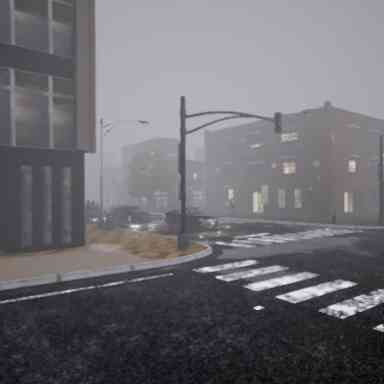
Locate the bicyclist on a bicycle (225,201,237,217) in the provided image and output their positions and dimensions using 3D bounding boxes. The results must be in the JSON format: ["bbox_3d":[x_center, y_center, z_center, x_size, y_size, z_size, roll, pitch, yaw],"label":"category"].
[{"bbox_3d":[3.873,1.668,33.003,1.656,1.620,0.582,-1,0,-37],"label":"bicyclist on a bicycle"}]

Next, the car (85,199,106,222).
[{"bbox_3d":[-10.224,1.883,32.779,2.192,1.841,5.009,-2,0,-37],"label":"car"}]

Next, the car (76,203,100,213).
[{"bbox_3d":[-15.656,2.394,49.867,1.895,1.301,4.718,0,-1,-36],"label":"car"}]

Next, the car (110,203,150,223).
[{"bbox_3d":[-5.749,1.968,31.312,1.882,1.535,5.008,0,-1,-37],"label":"car"}]

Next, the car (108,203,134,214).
[{"bbox_3d":[-10.018,2.236,46.716,2.008,1.369,4.403,-2,0,-37],"label":"car"}]

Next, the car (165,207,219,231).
[{"bbox_3d":[-0.102,1.836,23.732,2.128,1.511,4.902,0,-1,-37],"label":"car"}]

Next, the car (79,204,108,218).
[{"bbox_3d":[-11.729,2.210,39.335,1.994,1.385,4.181,0,-1,-37],"label":"car"}]
